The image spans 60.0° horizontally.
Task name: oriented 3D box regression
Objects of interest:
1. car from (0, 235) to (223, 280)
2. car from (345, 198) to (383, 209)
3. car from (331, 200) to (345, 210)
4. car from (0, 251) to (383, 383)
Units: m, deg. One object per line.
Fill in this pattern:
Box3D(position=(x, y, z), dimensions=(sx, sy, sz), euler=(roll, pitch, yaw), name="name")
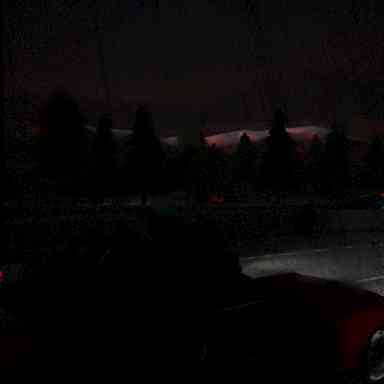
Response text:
Box3D(position=(-1.268, 1.567, 6.867), dimensions=(4.718, 1.301, 1.895), euler=(0, 0, -32), name="car")
Box3D(position=(18.640, 1.387, 33.370), dimensions=(5.357, 1.411, 2.033), euler=(0, 0, -11), name="car")
Box3D(position=(17.559, 1.388, 36.602), dimensions=(4.181, 1.385, 1.994), euler=(0, 0, -11), name="car")
Box3D(position=(0.421, 1.582, 3.819), dimensions=(4.718, 1.301, 1.895), euler=(0, 0, -32), name="car")
